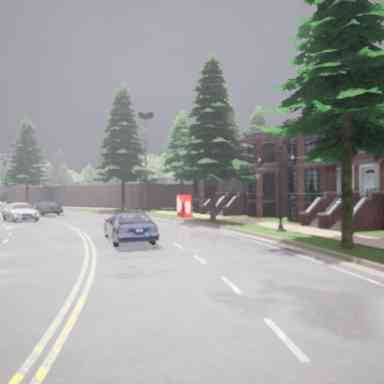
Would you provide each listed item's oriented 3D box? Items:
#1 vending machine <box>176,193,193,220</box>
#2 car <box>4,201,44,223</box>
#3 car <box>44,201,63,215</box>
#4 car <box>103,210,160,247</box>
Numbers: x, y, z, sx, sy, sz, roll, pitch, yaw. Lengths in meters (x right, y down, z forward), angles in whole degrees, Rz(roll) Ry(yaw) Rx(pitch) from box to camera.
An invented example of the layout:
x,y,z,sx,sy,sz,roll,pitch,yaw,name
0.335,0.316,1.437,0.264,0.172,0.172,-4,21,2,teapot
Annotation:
x,y,z,sx,sy,sz,roll,pitch,yaw,name
-0.616,1.175,27.396,1.100,2.100,0.880,0,0,-32,vending machine
-13.575,1.599,26.392,1.812,1.442,4.674,0,0,-40,car
-14.839,1.624,33.265,5.357,1.411,2.033,0,0,43,car
-2.933,1.554,15.340,2.033,1.411,5.357,0,0,-20,car
